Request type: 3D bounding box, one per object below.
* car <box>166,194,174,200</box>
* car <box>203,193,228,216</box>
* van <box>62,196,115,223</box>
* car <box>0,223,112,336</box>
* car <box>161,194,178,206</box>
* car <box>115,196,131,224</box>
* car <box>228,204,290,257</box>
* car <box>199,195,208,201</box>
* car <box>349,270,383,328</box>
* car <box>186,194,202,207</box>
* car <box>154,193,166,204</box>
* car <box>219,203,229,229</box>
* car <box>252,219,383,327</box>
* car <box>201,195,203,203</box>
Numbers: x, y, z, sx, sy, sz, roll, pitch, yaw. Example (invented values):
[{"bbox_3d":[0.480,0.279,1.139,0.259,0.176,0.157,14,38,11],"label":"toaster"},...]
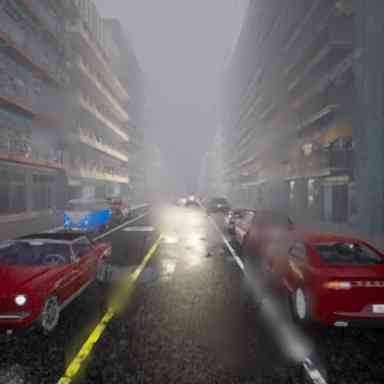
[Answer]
[{"bbox_3d":[-5.690,1.285,86.254,1.967,1.590,4.097,0,0,0],"label":"car"},{"bbox_3d":[2.389,1.253,31.209,2.097,1.767,4.553,0,0,0],"label":"car"},{"bbox_3d":[-5.690,1.271,18.313,1.690,1.788,3.998,0,0,0],"label":"van"},{"bbox_3d":[-3.101,1.573,6.754,1.895,1.301,4.718,0,0,0],"label":"car"},{"bbox_3d":[-3.066,1.429,49.765,1.994,1.385,4.181,0,0,0],"label":"car"},{"bbox_3d":[-5.690,1.231,23.973,2.192,1.841,5.009,0,0,0],"label":"car"},{"bbox_3d":[2.691,1.390,12.628,1.967,1.590,4.097,0,0,0],"label":"car"},{"bbox_3d":[2.691,1.396,80.569,2.008,1.369,4.403,0,0,0],"label":"car"},{"bbox_3d":[2.691,1.545,1.306,2.008,1.369,4.403,0,0,0],"label":"car"},{"bbox_3d":[0.004,1.414,49.795,2.033,1.411,5.357,0,0,0],"label":"car"},{"bbox_3d":[-5.690,1.379,57.776,1.752,1.417,4.829,0,0,0],"label":"car"},{"bbox_3d":[2.690,1.512,18.292,1.802,1.307,4.206,0,0,0],"label":"car"},{"bbox_3d":[2.691,1.516,6.969,1.887,1.381,4.507,0,0,0],"label":"car"},{"bbox_3d":[2.691,1.417,46.599,1.887,1.381,4.507,0,0,0],"label":"car"}]
